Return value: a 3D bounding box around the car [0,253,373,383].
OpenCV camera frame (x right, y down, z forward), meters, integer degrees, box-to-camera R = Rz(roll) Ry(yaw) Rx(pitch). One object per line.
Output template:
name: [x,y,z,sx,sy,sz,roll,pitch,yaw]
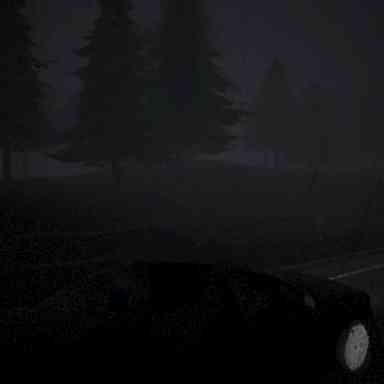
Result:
car: [0.162,1.475,3.869,5.008,1.535,1.882,0,0,-35]
